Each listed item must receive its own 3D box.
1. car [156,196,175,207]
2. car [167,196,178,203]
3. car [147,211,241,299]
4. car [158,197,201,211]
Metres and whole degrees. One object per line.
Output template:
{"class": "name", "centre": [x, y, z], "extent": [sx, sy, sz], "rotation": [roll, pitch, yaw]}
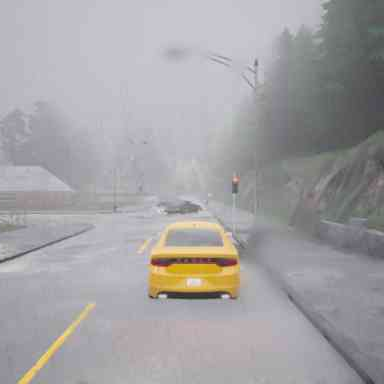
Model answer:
{"class": "car", "centre": [-4.047, 1.352, 49.457], "extent": [2.097, 1.767, 4.553], "rotation": [0, 0, 0]}
{"class": "car", "centre": [-3.938, 1.564, 68.785], "extent": [1.994, 1.385, 4.181], "rotation": [0, 0, 1]}
{"class": "car", "centre": [0.061, 1.478, 8.490], "extent": [1.882, 1.535, 5.008], "rotation": [0, 0, 1]}
{"class": "car", "centre": [-0.872, 1.547, 33.311], "extent": [2.033, 1.411, 5.357], "rotation": [0, 0, 25]}
